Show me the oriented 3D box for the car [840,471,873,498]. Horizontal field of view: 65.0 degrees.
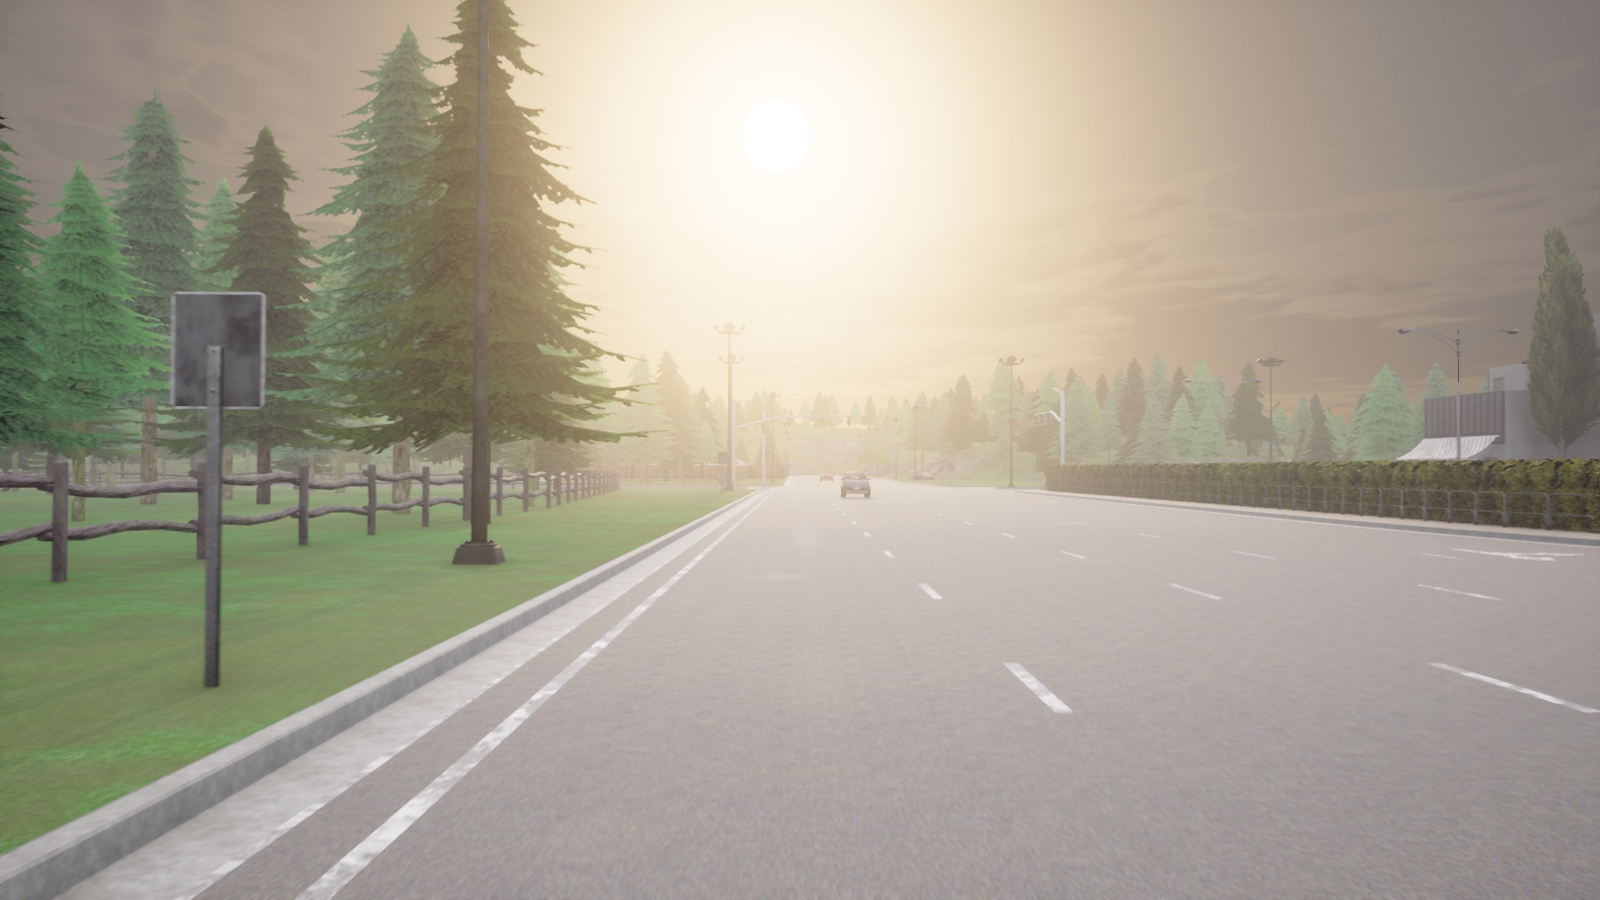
[{"bbox_3d":[3.326,2.046,74.888,1.789,1.549,3.705,0,-1,0],"label":"car"}]
